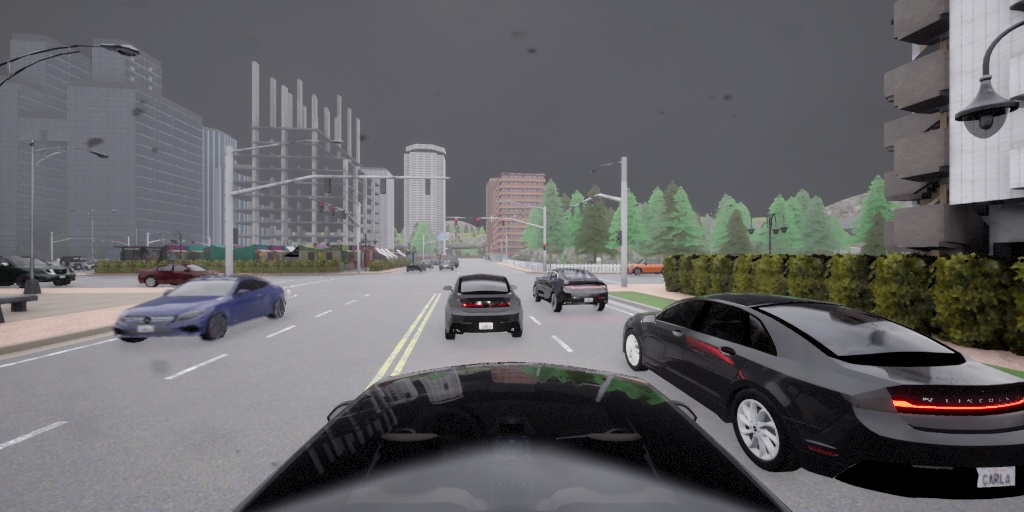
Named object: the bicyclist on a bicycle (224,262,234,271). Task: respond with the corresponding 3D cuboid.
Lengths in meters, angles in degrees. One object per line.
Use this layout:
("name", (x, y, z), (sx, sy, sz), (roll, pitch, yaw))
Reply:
("bicyclist on a bicycle", (-29.539, 1.011, 37.401), (0.582, 1.620, 1.656), (0, 5, -5))

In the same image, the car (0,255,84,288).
("car", (-31.545, 0.970, 22.736), (5.566, 2.045, 2.150), (0, 0, -5))

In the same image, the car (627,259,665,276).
("car", (14.035, 1.102, 37.519), (4.553, 1.767, 2.097), (0, 0, -5))

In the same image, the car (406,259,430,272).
("car", (-12.223, 1.351, 46.082), (1.895, 1.301, 4.718), (0, 0, -4))

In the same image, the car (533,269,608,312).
("car", (2.132, 1.242, 14.218), (2.128, 1.511, 4.902), (0, 0, -9))

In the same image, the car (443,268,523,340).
("car", (-0.863, 1.255, 10.100), (1.837, 1.490, 4.892), (0, 0, -7))

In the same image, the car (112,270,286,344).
("car", (-8.028, 1.276, 9.863), (1.812, 1.442, 4.674), (0, 0, -8))

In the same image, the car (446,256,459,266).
("car", (-10.191, 0.971, 59.868), (2.150, 2.045, 5.566), (0, 0, -6))

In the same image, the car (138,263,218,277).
("car", (-21.407, 1.228, 23.634), (5.008, 1.535, 1.882), (0, 0, -5))

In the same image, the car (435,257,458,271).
("car", (-9.090, 1.241, 50.069), (2.128, 1.511, 4.902), (0, 0, -7))

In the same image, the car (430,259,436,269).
("car", (-13.204, 1.255, 55.319), (1.837, 1.490, 4.892), (0, 0, -6))

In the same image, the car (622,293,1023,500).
("car", (3.110, 1.255, 4.857), (1.837, 1.490, 4.892), (0, 0, -4))
